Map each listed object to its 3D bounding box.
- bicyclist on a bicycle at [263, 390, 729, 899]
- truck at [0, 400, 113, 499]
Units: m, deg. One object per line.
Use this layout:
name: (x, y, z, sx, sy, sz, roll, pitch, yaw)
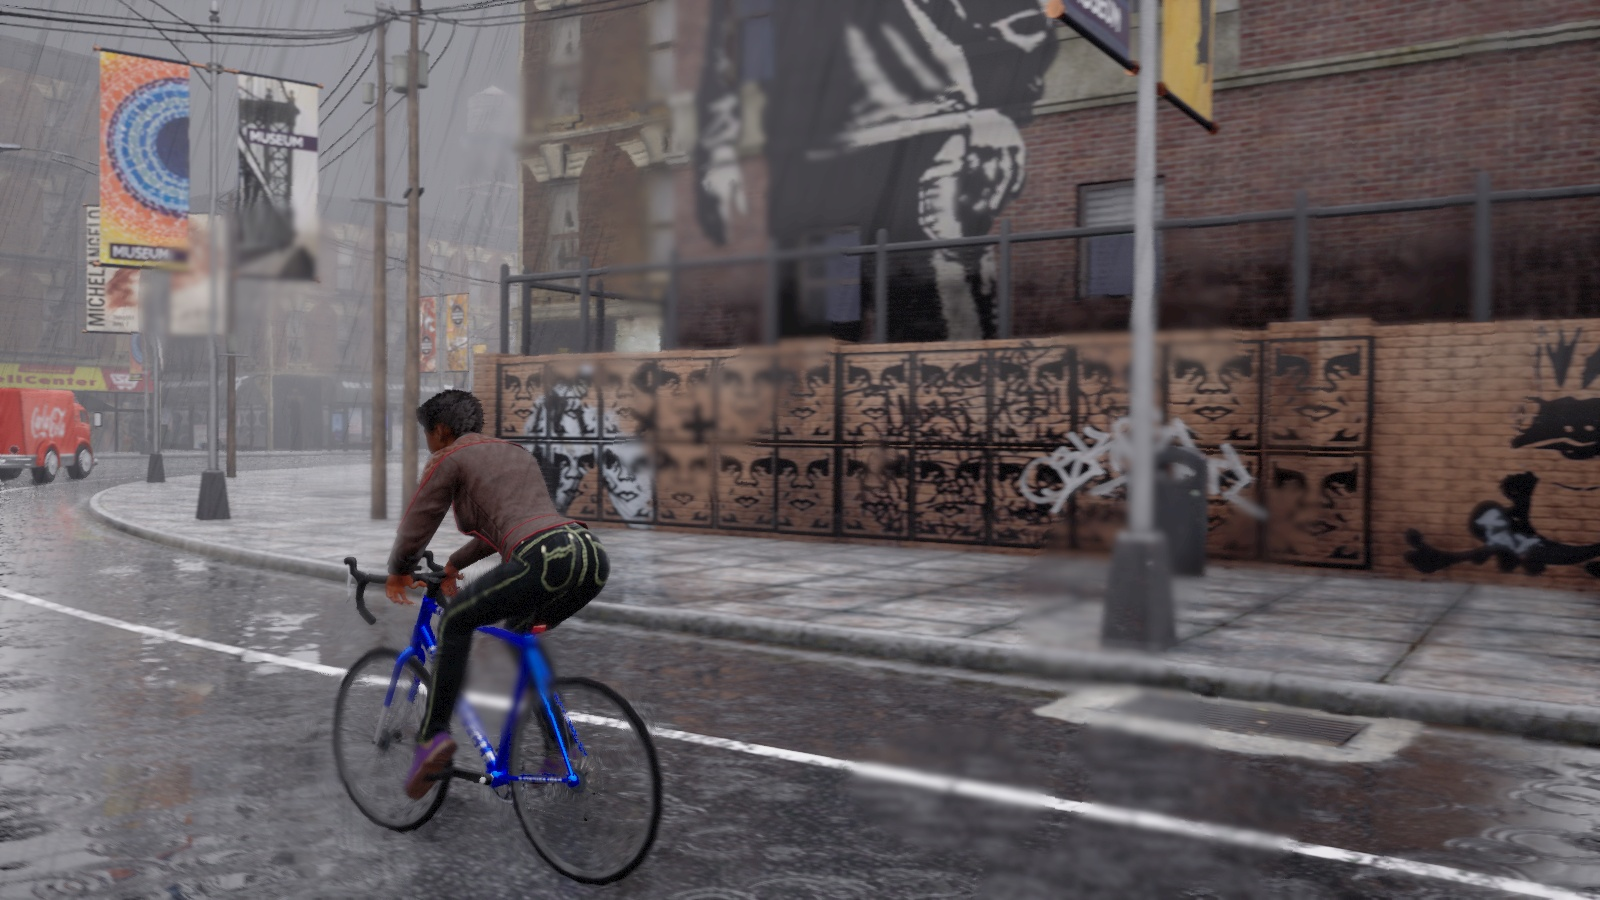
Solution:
bicyclist on a bicycle: (-1.094, 0.635, 4.363, 1.656, 1.620, 0.582, 0, 1, 34)
truck: (-20.866, -0.026, 33.697, 2.627, 2.467, 5.204, -1, 1, -9)
